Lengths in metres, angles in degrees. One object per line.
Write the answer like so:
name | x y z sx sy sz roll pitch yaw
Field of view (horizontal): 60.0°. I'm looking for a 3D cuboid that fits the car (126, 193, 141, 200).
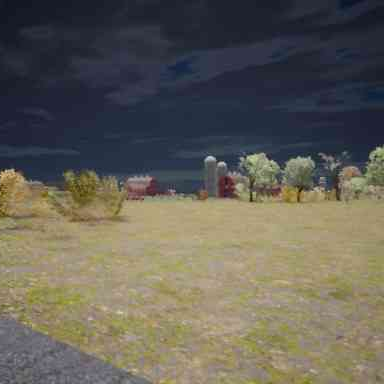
car | -14.151 1.354 82.108 2.150 2.045 5.566 -1 -1 36
